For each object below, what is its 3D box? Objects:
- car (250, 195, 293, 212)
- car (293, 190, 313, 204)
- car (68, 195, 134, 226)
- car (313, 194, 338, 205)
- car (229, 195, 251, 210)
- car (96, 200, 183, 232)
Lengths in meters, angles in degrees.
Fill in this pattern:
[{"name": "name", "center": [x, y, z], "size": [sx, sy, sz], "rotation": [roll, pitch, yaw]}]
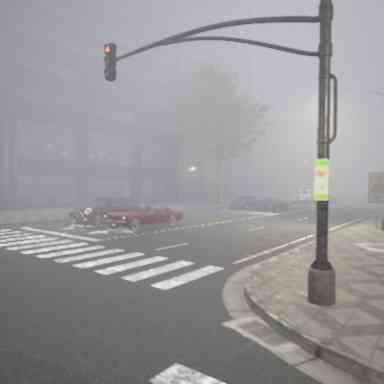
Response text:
[{"name": "car", "center": [7.735, 1.171, 32.129], "size": [1.994, 1.385, 4.181], "rotation": [1, 1, 37]}, {"name": "car", "center": [16.479, 0.706, 48.856], "size": [2.150, 2.045, 5.566], "rotation": [1, 1, 37]}, {"name": "car", "center": [-5.250, 1.022, 20.396], "size": [2.097, 1.767, 4.553], "rotation": [1, 1, 37]}, {"name": "car", "center": [19.082, 1.055, 46.920], "size": [1.812, 1.442, 4.674], "rotation": [1, 1, 37]}, {"name": "car", "center": [5.680, 1.049, 34.794], "size": [1.837, 1.490, 4.892], "rotation": [1, 1, 37]}, {"name": "car", "center": [-2.631, 1.325, 18.480], "size": [1.895, 1.301, 4.718], "rotation": [1, 1, 37]}]
